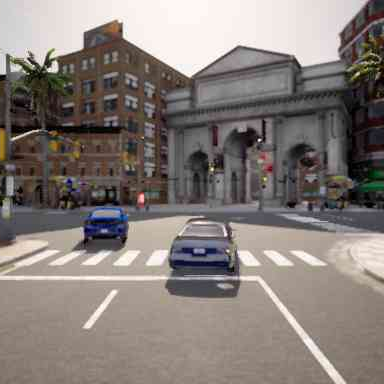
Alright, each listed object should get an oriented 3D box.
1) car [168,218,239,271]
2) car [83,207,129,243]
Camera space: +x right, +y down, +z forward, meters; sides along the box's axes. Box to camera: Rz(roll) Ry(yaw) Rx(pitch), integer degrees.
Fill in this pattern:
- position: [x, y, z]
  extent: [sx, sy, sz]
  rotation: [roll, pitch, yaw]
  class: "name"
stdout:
- position: [0.526, 1.558, 11.021]
  extent: [2.033, 1.411, 5.357]
  rotation: [0, 0, 8]
  class: "car"
- position: [-4.163, 1.493, 16.369]
  extent: [1.882, 1.535, 5.008]
  rotation: [1, 0, -11]
  class: "car"
